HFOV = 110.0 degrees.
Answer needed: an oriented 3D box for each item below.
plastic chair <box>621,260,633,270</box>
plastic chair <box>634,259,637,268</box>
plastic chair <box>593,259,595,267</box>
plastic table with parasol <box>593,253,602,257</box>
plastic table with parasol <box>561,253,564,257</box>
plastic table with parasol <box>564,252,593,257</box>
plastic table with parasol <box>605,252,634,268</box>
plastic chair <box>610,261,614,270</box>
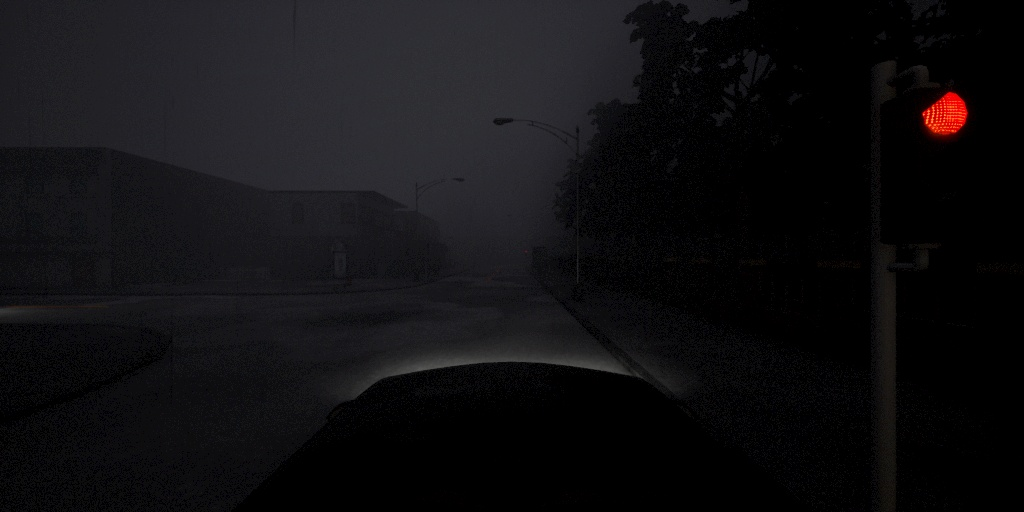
[{"bbox_3d":[16.038,1.293,50.219,0.750,1.272,0.730,0,0,-40],"label":"plastic chair"},{"bbox_3d":[18.661,1.157,54.665,0.750,1.272,0.730,0,0,-39],"label":"plastic chair"},{"bbox_3d":[13.734,1.300,58.544,0.730,1.272,0.750,0,0,-35],"label":"plastic chair"},{"bbox_3d":[14.686,0.668,59.431,2.482,2.480,2.482,0,0,-42],"label":"plastic table with parasol"},{"bbox_3d":[10.700,0.700,62.399,2.482,2.480,2.482,0,0,-40],"label":"plastic table with parasol"},{"bbox_3d":[9.987,0.680,53.957,2.482,2.480,2.482,0,0,-40],"label":"plastic table with parasol"},{"bbox_3d":[15.306,0.691,51.217,2.482,2.480,2.482,0,0,-40],"label":"plastic table with parasol"},{"bbox_3d":[14.332,1.302,50.316,0.730,1.272,0.750,0,0,-35],"label":"plastic chair"}]
